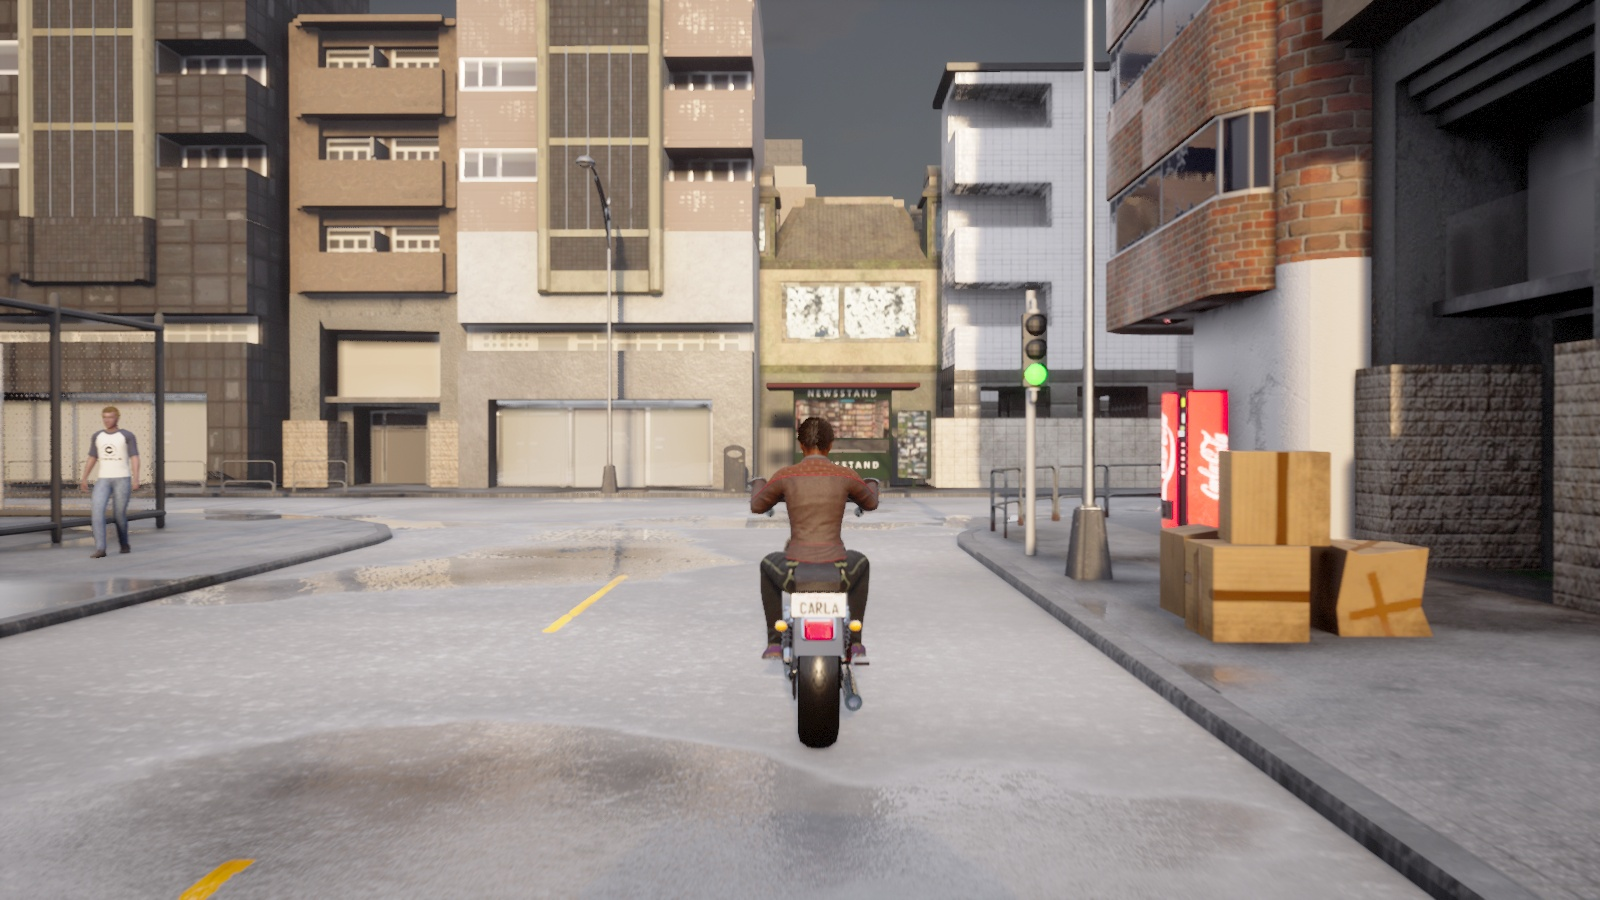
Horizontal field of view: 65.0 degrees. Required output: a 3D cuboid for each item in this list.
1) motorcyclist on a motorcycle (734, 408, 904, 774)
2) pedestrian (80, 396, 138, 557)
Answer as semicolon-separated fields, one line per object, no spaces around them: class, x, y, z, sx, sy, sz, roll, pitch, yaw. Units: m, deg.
motorcyclist on a motorcycle;0.083;0.627;6.831;0.766;1.649;2.350;0;0;0
pedestrian;-8.104;0.300;14.739;0.354;1.836;0.706;0;1;-8
